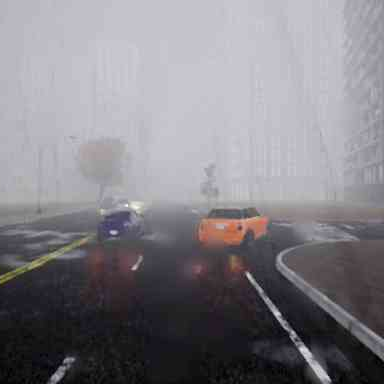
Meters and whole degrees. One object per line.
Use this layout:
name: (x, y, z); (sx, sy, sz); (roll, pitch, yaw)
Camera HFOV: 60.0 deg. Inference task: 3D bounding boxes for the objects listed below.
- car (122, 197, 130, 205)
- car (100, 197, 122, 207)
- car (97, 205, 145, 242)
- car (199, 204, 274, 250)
car: (-12.969, 1.731, 63.471); (1.994, 1.385, 4.181); (0, 0, -5)
car: (-11.656, 1.482, 47.278); (2.097, 1.767, 4.553); (0, 0, -4)
car: (-3.435, 1.572, 16.591); (1.812, 1.442, 4.674); (0, 0, -2)
car: (2.096, 1.362, 14.828); (2.097, 1.767, 4.553); (-1, 1, 28)
